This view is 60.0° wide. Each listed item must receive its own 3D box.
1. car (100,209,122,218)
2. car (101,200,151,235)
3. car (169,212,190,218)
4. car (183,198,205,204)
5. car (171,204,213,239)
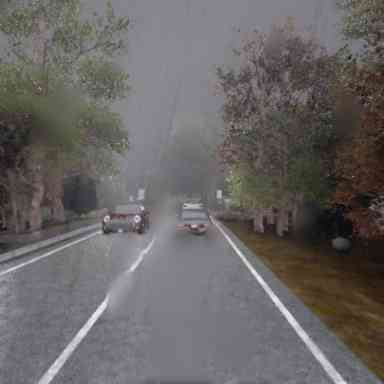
[{"bbox_3d":[-18.526,4.982,76.254,2.150,2.045,5.566,-2,-5,20],"label":"car"},{"bbox_3d":[-3.593,1.379,18.976,2.097,1.767,4.553,0,0,0],"label":"car"},{"bbox_3d":[-3.271,6.073,86.825,5.357,1.411,2.033,1,-5,-1],"label":"car"},{"bbox_3d":[0.180,1.755,35.580,2.150,2.045,5.566,0,-3,1],"label":"car"},{"bbox_3d":[0.099,1.564,17.231,2.033,1.411,5.357,0,0,0],"label":"car"}]
